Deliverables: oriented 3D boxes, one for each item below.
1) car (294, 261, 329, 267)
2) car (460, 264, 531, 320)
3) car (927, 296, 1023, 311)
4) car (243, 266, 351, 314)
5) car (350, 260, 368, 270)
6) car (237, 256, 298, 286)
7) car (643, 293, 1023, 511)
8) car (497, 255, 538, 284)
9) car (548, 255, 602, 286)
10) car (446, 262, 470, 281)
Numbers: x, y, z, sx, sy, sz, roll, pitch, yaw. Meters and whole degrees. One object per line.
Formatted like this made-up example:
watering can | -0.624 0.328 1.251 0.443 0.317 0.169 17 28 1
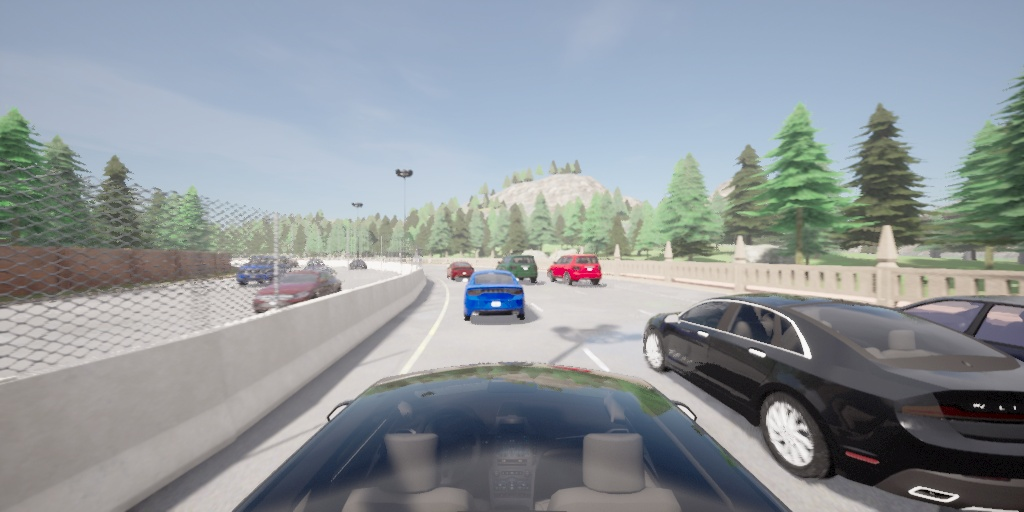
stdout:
car | -14.542 1.343 27.067 1.994 1.385 4.181 0 0 -17
car | -0.715 1.218 12.675 1.882 1.535 5.008 0 0 -6
car | 6.929 1.266 4.957 2.033 1.411 5.357 0 0 -2
car | -8.148 1.294 14.166 1.812 1.442 4.674 0 0 -9
car | -22.636 1.288 53.010 1.837 1.490 4.892 0 0 -32
car | -17.908 1.016 26.298 2.150 2.045 5.566 0 0 -17
car | 3.383 1.238 4.705 1.837 1.490 4.892 0 0 -2
car | 0.261 0.942 26.817 2.150 2.045 5.566 0 0 -14
car | 4.278 0.928 25.040 2.150 2.045 5.566 0 0 -13
car | -4.460 1.213 30.635 1.882 1.535 5.008 0 0 -16
